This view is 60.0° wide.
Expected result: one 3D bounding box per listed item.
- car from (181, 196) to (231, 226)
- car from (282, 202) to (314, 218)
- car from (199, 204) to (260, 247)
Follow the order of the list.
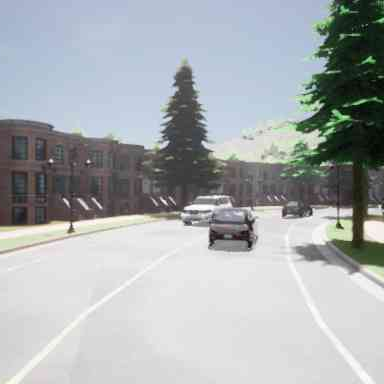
[{"bbox_3d":[1.239,1.293,24.135,2.150,2.045,5.566,0,0,25],"label":"car"},{"bbox_3d":[10.018,1.631,31.512,1.812,1.442,4.674,0,0,37],"label":"car"},{"bbox_3d":[2.015,1.539,15.363,2.128,1.511,4.902,0,0,15],"label":"car"}]
